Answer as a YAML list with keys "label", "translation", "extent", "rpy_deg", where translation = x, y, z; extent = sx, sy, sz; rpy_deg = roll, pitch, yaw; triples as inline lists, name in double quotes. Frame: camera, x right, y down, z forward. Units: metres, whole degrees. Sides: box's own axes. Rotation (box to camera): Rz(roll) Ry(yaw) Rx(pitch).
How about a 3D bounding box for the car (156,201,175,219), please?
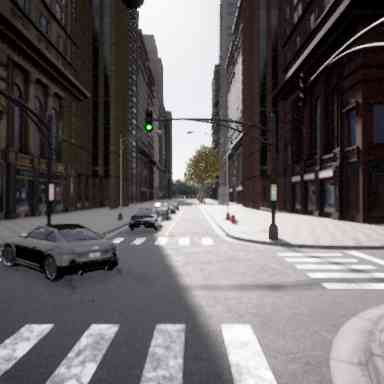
- label: "car"
  translation: [-3.104, 1.876, 32.990]
  extent: [2.128, 1.511, 4.902]
  rpy_deg: [0, -1, 0]

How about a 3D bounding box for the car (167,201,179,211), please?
- label: "car"
  translation: [-3.020, 2.171, 53.636]
  extent: [1.812, 1.442, 4.674]
  rpy_deg: [0, -1, 0]

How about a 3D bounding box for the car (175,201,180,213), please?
- label: "car"
  translation: [-3.074, 2.060, 43.302]
  extent: [2.033, 1.411, 5.357]
  rpy_deg: [0, -1, 0]

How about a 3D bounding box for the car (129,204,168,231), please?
- label: "car"
  translation: [-3.100, 1.816, 23.230]
  extent: [2.033, 1.411, 5.357]
  rpy_deg: [0, -1, 0]

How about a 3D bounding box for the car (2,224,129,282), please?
- label: "car"
  translation: [-4.156, 1.682, 10.326]
  extent: [4.181, 1.385, 1.994]
  rpy_deg: [0, -1, 41]
